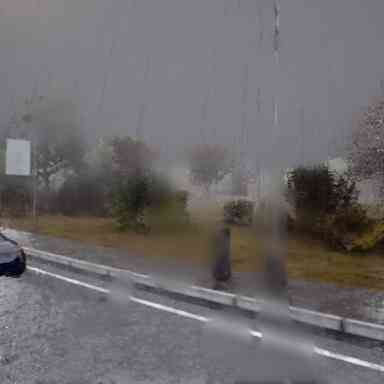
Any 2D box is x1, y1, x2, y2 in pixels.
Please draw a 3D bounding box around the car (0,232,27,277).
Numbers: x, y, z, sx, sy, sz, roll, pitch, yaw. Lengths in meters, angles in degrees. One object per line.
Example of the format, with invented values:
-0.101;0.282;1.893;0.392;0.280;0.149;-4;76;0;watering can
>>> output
-6.340;1.574;9.169;4.181;1.385;1.994;0;0;39;car
